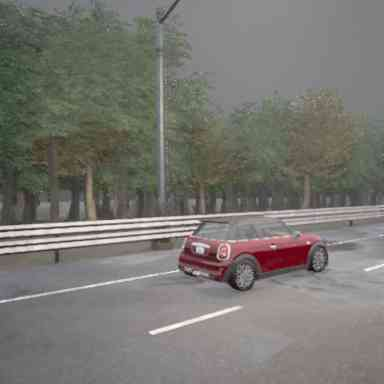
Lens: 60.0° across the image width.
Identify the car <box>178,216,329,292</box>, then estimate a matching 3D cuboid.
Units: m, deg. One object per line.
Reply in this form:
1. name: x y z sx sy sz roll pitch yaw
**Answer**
1. car: 1.903 1.461 9.519 4.553 1.767 2.097 0 -1 -37
